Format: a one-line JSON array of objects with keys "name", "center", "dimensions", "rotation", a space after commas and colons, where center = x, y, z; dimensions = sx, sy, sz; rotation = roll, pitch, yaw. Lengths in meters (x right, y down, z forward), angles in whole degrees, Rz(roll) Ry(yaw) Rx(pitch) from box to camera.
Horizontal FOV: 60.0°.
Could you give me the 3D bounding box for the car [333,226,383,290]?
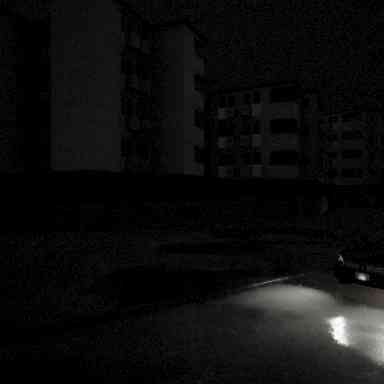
[{"name": "car", "center": [5.519, 1.519, 8.322], "dimensions": [4.674, 1.442, 1.812], "rotation": [0, -1, -34]}]
